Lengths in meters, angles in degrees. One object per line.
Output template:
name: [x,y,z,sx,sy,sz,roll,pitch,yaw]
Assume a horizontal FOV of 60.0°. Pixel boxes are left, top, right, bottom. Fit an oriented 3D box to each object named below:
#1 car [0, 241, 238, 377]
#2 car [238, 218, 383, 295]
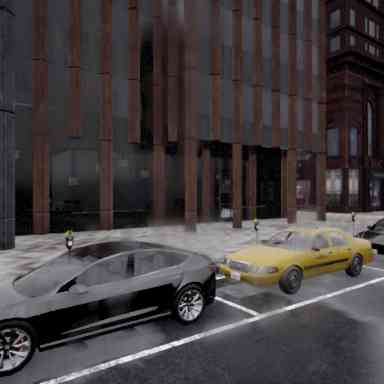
car: [-1.533,1.566,5.556,4.313,1.339,1.947,0,0,-36]
car: [2.916,1.526,8.732,4.829,1.417,1.752,0,0,-36]
